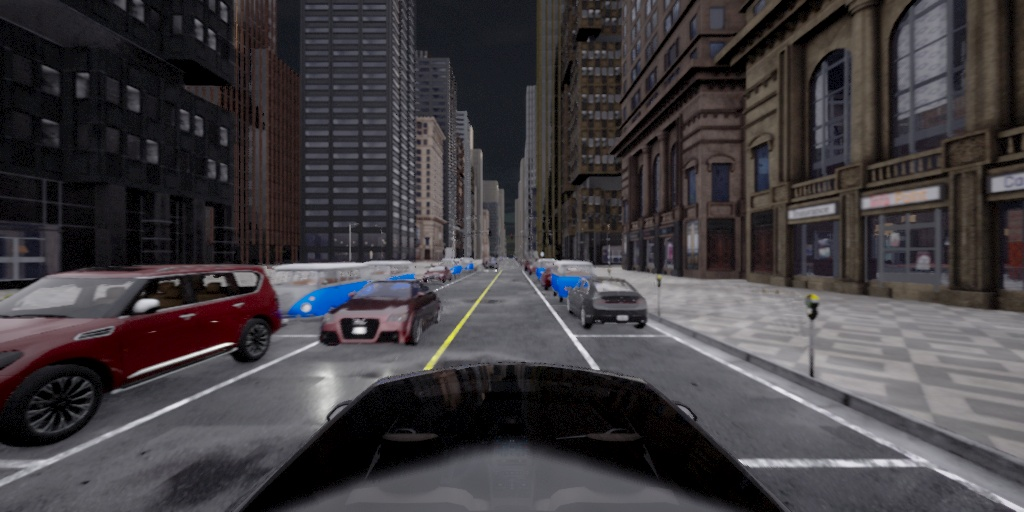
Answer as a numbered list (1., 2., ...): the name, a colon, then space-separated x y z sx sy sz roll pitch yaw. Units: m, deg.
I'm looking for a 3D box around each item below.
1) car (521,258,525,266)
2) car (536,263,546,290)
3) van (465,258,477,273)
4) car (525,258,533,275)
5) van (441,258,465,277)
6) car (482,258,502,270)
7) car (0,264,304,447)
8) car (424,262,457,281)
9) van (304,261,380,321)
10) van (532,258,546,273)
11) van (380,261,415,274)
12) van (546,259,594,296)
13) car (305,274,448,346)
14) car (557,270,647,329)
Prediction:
1. car: 2.751 1.149 50.882 2.192 1.841 5.009 0 0 0
2. car: 2.758 1.328 22.494 1.888 1.381 4.507 0 0 0
3. van: -5.773 1.164 45.192 1.690 1.789 3.998 0 0 0
4. car: 2.754 1.253 39.527 1.967 1.591 4.097 0 0 0
5. van: -5.770 1.143 33.838 1.690 1.789 3.998 0 0 0
6. car: -3.012 1.442 54.703 1.994 1.385 4.181 0 0 0
7. car: -5.763 1.070 5.450 2.192 1.841 5.009 0 0 0
8. car: -5.769 1.374 28.160 1.802 1.307 4.207 0 0 0
9. van: -5.765 1.105 11.128 1.690 1.789 3.998 0 0 0
10. van: 2.756 1.133 28.172 1.690 1.789 3.998 0 0 0
11. van: -5.766 1.114 16.806 1.690 1.789 3.998 0 0 0
12. van: 2.759 1.114 16.817 1.690 1.789 3.998 0 0 0
13. car: -3.101 1.325 9.282 1.994 1.385 4.181 0 0 0
14. car: 2.760 1.315 11.139 2.007 1.370 4.403 0 0 0
